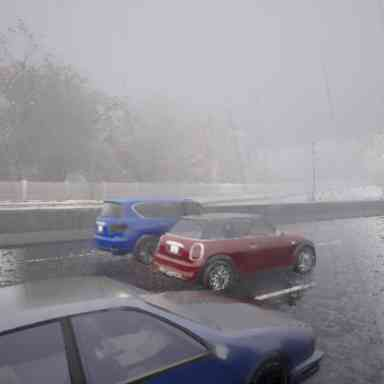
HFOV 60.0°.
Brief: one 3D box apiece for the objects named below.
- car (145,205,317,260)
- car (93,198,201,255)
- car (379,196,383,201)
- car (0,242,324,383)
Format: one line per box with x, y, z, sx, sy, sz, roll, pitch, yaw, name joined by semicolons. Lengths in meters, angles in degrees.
1.319;1.351;8.988;4.553;1.767;2.097;0;0;-36;car
-0.656;1.221;11.880;5.566;2.045;2.150;0;0;-36;car
35.764;1.228;59.500;5.566;2.045;2.150;0;0;-36;car
-1.115;1.547;2.952;5.357;1.411;2.033;0;0;-36;car
